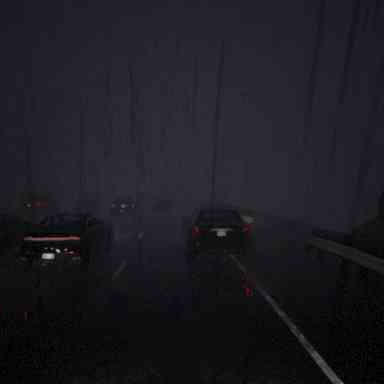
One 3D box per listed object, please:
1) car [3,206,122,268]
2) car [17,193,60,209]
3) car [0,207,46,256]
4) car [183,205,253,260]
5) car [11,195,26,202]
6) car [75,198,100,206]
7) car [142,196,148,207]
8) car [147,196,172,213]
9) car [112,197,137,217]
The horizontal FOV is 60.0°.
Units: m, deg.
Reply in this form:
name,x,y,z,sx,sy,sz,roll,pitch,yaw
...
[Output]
name,x,y,z,sx,sy,sz,roll,pitch,yaw
car,-3.883,1.441,11.071,2.128,1.511,4.902,0,0,-3
car,-12.764,1.098,27.874,2.150,2.045,5.566,0,0,-9
car,-7.512,1.509,12.803,1.994,1.385,4.181,0,0,-4
car,0.769,1.288,12.356,2.097,1.767,4.553,0,0,-4
car,-34.579,1.249,66.269,2.033,1.411,5.357,0,0,-21
car,-9.841,1.347,31.408,2.128,1.511,4.902,0,0,-10
car,-6.037,1.248,47.519,1.882,1.535,5.008,0,1,-15
car,-3.338,1.306,35.099,1.882,1.535,5.008,0,0,-11
car,-5.960,1.212,29.411,2.097,1.767,4.553,0,0,-9
